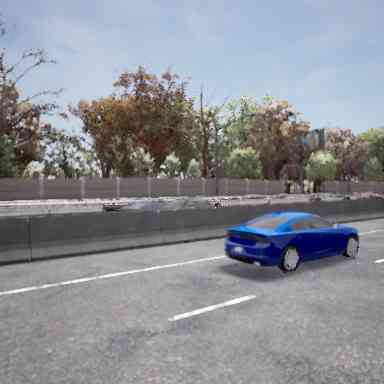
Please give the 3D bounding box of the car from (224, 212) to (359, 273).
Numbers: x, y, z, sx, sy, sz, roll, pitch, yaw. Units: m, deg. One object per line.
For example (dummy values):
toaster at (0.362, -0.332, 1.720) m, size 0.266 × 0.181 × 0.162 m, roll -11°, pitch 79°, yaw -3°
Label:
car at (3.250, 1.365, 10.394) m, size 5.008 × 1.535 × 1.882 m, roll -1°, pitch 1°, yaw -36°

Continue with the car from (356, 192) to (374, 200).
car at (29.083, 0.814, 54.980) m, size 4.674 × 1.442 × 1.812 m, roll -1°, pitch 1°, yaw -35°

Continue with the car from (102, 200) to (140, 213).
car at (-3.174, 1.408, 23.266) m, size 5.357 × 1.411 × 2.033 m, roll -1°, pitch 1°, yaw -36°

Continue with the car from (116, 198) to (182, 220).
car at (-3.475, 1.325, 27.357) m, size 4.902 × 1.511 × 2.128 m, roll -1°, pitch 1°, yaw -36°

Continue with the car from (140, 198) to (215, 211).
car at (-0.581, 1.203, 20.818) m, size 4.553 × 1.767 × 2.097 m, roll -1°, pitch 1°, yaw -36°

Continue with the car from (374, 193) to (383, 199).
car at (31.236, 0.763, 52.220) m, size 5.008 × 1.535 × 1.882 m, roll -1°, pitch 1°, yaw -35°

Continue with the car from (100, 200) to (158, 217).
car at (-5.659, 1.437, 30.099) m, size 4.718 × 1.301 × 1.895 m, roll -1°, pitch 1°, yaw -36°
